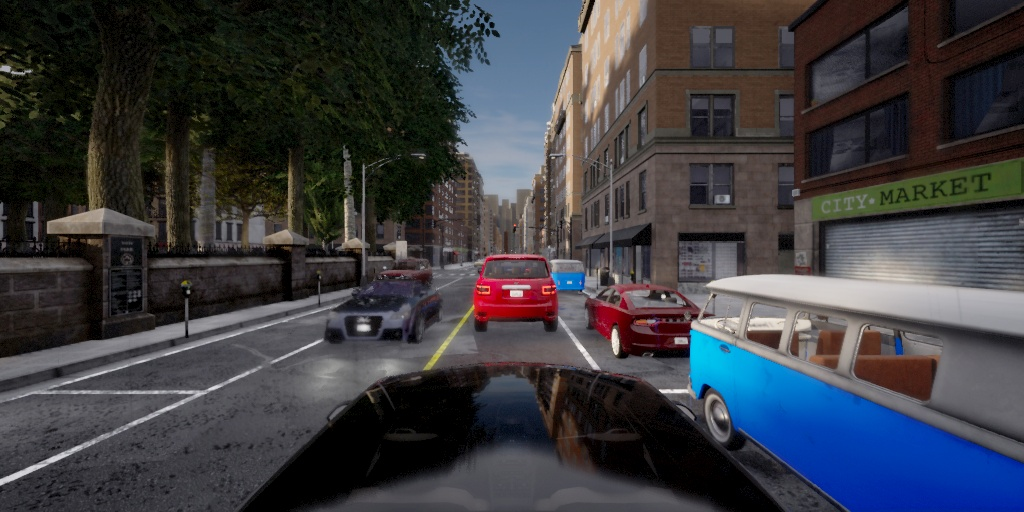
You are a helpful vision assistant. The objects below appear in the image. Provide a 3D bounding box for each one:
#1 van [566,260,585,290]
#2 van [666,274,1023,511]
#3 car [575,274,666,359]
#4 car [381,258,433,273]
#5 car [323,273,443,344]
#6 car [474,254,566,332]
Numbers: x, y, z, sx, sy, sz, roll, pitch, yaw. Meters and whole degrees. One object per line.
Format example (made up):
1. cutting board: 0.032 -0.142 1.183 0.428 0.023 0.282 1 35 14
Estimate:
1. van: 2.854 1.085 19.598 1.690 1.789 3.998 0 0 0
2. van: 2.856 1.091 2.616 1.690 1.789 3.998 0 0 0
3. car: 2.855 1.294 8.277 1.888 1.381 4.507 0 0 0
4. car: -5.671 1.059 19.557 2.192 1.841 5.009 0 0 0
5. car: -3.099 1.313 9.469 1.994 1.385 4.181 0 0 0
6. car: 0.096 0.970 11.036 2.150 2.045 5.566 0 0 0
